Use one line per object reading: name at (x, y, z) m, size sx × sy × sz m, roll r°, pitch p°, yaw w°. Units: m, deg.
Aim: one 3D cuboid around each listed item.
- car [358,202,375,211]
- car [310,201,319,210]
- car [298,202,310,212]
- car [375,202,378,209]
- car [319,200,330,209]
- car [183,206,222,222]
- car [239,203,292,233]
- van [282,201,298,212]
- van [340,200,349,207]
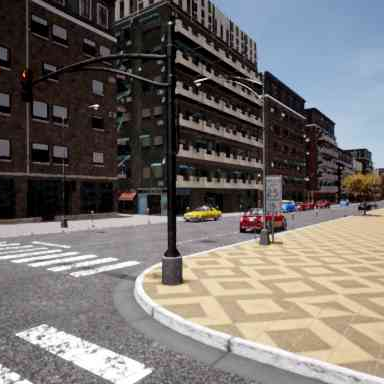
car at (30.553, 2.582, 58.853) m, size 1.947 × 1.339 × 4.313 m, roll -2°, pitch -2°, yaw 35°
car at (20.499, 2.553, 58.964) m, size 1.887 × 1.381 × 4.507 m, roll -2°, pitch -2°, yaw 35°
car at (17.270, 2.360, 54.331) m, size 1.967 × 1.590 × 4.097 m, roll -2°, pitch -2°, yaw 35°
car at (37.009, 2.744, 68.125) m, size 2.008 × 1.369 × 4.403 m, roll -2°, pitch -2°, yaw 35°
car at (26.953, 2.500, 68.243) m, size 2.192 × 1.841 × 5.009 m, roll -2°, pitch -2°, yaw 35°
car at (1.033, 2.002, 31.007) m, size 1.752 × 1.417 × 4.829 m, roll -2°, pitch -2°, yaw 35°
car at (4.727, 1.750, 21.767) m, size 1.967 × 1.590 × 4.097 m, roll -2°, pitch -2°, yaw 35°
van at (14.041, 2.173, 49.697) m, size 1.690 × 1.788 × 3.998 m, roll -2°, pitch -2°, yaw 35°
van at (39.829, 2.881, 86.812) m, size 1.690 × 1.788 × 3.998 m, roll -2°, pitch -2°, yaw 35°
